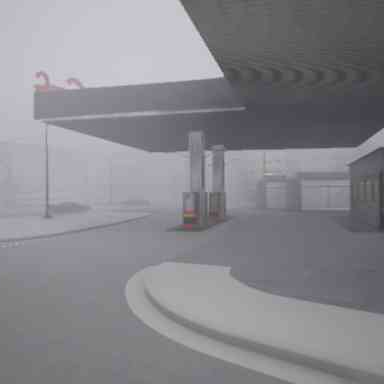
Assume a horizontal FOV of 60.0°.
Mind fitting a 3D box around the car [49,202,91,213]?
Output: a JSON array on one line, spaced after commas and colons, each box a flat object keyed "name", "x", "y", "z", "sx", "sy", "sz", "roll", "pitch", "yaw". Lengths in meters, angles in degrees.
[{"name": "car", "x": -15.407, "y": 1.920, "z": 42.055, "sx": 2.033, "sy": 1.411, "sz": 5.357, "roll": -1, "pitch": 0, "yaw": 36}]

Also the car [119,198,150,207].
[{"name": "car", "x": -10.703, "y": 2.009, "z": 63.431, "sx": 5.357, "sy": 1.411, "sz": 2.033, "roll": 0, "pitch": -1, "yaw": -36}]

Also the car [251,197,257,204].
[{"name": "car", "x": 16.174, "y": 1.535, "z": 74.497, "sx": 5.566, "sy": 2.045, "sz": 2.150, "roll": 0, "pitch": 0, "yaw": 1}]

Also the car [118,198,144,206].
[{"name": "car", "x": -12.214, "y": 2.017, "z": 66.436, "sx": 4.674, "sy": 1.442, "sz": 1.812, "roll": -1, "pitch": -1, "yaw": -35}]
